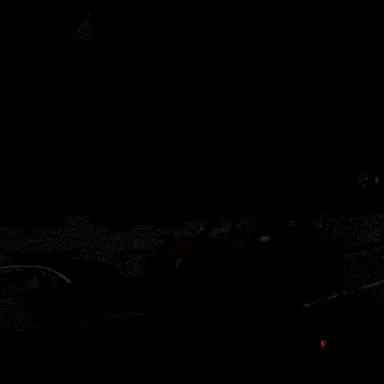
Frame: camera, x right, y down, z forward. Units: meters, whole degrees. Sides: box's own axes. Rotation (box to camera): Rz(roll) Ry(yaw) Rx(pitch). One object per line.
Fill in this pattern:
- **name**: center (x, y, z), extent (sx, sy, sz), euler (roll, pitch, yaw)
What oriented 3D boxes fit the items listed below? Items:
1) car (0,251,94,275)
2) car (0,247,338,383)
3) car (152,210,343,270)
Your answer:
- **car**: center (-3.121, 1.550, 4.420), extent (4.403, 1.369, 2.008), euler (1, 0, -36)
- **car**: center (-1.036, 1.553, 2.639), extent (5.357, 1.411, 2.033), euler (1, 0, -36)
- **car**: center (1.446, 1.367, 7.681), extent (5.009, 1.841, 2.192), euler (1, 0, -36)
